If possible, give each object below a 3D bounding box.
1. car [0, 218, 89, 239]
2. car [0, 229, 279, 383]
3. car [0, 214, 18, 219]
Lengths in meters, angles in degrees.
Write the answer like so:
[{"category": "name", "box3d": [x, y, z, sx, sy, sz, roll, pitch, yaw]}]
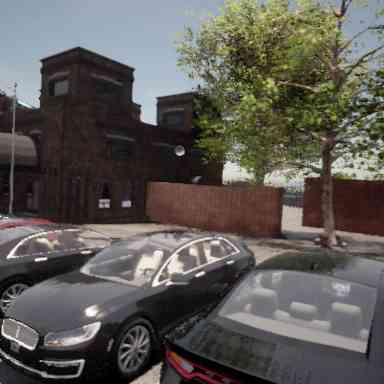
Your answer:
[{"category": "car", "box3d": [-2.939, 1.440, 7.370, 2.231, 1.521, 4.892, 0, 0, 36]}, {"category": "car", "box3d": [-0.556, 1.458, 5.685, 2.231, 1.521, 4.892, 0, 0, 36]}, {"category": "car", "box3d": [-5.108, 1.462, 8.927, 2.002, 1.452, 4.674, 0, 0, 36]}]
